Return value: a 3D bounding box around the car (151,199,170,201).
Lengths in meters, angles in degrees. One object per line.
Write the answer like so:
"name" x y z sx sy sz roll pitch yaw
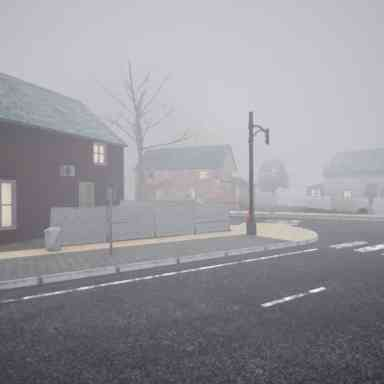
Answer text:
"car" -3.113 1.347 29.388 4.674 1.442 1.812 0 0 22
